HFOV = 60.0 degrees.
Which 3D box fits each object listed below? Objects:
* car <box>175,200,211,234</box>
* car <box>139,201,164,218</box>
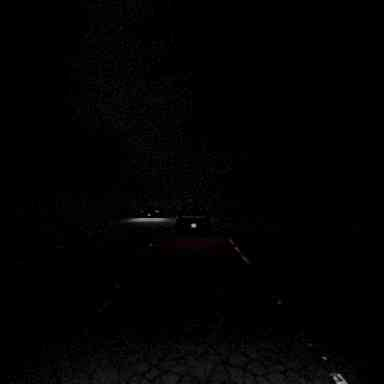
[{"bbox_3d":[0.079,1.456,18.991,2.128,1.511,4.902,0,0,0],"label":"car"},{"bbox_3d":[-3.579,1.525,30.345,2.033,1.411,5.357,0,0,0],"label":"car"}]
